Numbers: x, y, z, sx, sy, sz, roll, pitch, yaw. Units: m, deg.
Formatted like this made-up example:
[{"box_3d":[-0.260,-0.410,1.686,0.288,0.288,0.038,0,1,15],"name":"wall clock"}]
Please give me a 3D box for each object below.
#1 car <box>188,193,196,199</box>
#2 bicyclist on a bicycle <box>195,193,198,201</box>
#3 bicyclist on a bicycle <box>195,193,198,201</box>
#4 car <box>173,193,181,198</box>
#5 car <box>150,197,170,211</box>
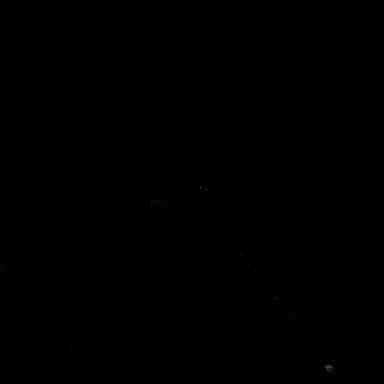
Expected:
[{"box_3d":[0.001,1.133,84.299,1.837,1.490,4.892,0,0,0],"name":"car"},{"box_3d":[0.962,1.122,65.556,0.659,1.776,1.843,0,0,0],"name":"bicyclist on a bicycle"},{"box_3d":[0.962,1.120,74.566,0.659,1.776,1.843,0,0,0],"name":"bicyclist on a bicycle"},{"box_3d":[-3.499,0.843,79.310,1.882,1.535,5.008,0,0,0],"name":"car"},{"box_3d":[-3.594,1.309,37.673,1.882,1.535,5.008,0,0,0],"name":"car"}]
